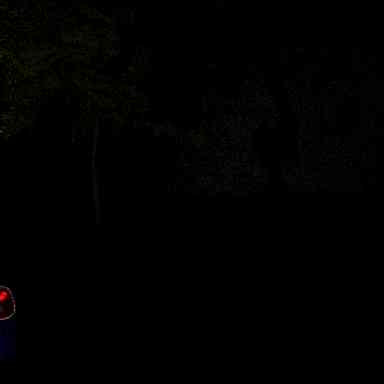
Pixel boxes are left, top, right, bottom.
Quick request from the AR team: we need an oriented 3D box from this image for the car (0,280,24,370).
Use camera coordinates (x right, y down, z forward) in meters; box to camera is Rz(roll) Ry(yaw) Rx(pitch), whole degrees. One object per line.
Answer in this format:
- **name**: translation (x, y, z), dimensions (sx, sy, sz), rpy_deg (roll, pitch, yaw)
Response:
- **car**: translation (-4.255, 1.388, 4.630), dimensions (4.553, 1.767, 2.097), rpy_deg (-1, 1, 40)
